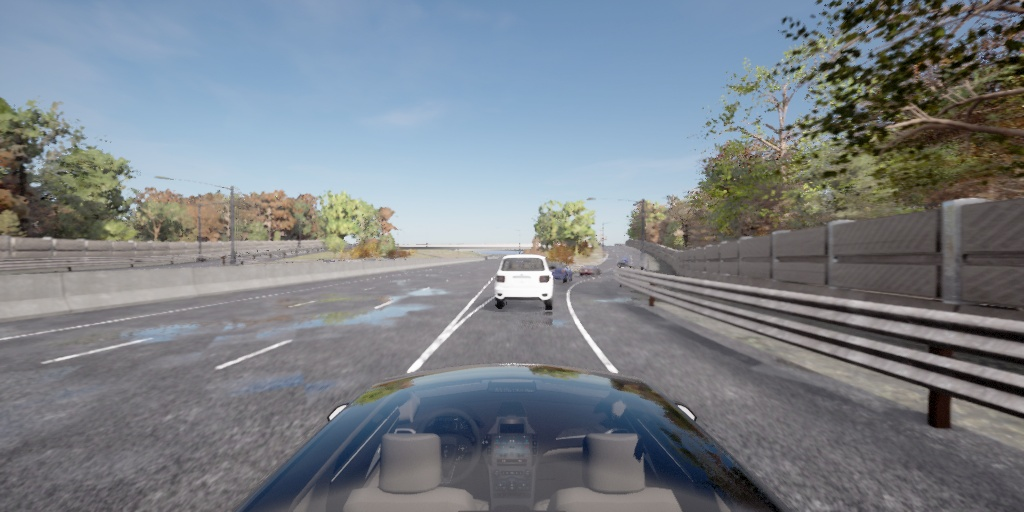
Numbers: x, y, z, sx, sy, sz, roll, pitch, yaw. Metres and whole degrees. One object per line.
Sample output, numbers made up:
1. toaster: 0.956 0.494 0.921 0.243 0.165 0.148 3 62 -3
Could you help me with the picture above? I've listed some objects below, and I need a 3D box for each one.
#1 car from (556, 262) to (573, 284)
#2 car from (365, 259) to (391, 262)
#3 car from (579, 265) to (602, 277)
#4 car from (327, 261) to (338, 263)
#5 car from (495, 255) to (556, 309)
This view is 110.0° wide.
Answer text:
1. car: 3.900 1.333 30.364 2.097 1.767 4.553 0 -2 17
2. car: -21.024 1.379 55.656 1.895 1.301 4.718 0 0 1
3. car: 10.119 1.913 45.853 2.033 1.411 5.357 0 -1 26
4. car: -28.027 1.377 54.866 1.895 1.301 4.718 0 0 1
5. car: 0.679 0.980 15.250 2.150 2.045 5.566 0 0 7
